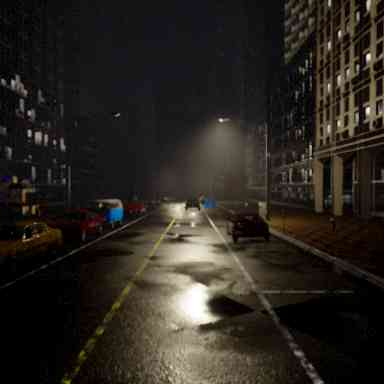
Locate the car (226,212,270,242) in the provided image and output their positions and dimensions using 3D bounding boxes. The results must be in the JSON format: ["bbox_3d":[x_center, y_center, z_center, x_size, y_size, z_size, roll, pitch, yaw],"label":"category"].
[{"bbox_3d":[2.676,1.625,16.418,1.802,1.307,4.206,-1,0,0],"label":"car"}]

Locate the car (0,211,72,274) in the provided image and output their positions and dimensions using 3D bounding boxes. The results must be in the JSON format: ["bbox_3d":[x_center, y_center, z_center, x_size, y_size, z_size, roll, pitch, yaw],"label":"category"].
[{"bbox_3d":[-5.704,1.553,10.622,1.752,1.417,4.829,-1,0,0],"label":"car"}]

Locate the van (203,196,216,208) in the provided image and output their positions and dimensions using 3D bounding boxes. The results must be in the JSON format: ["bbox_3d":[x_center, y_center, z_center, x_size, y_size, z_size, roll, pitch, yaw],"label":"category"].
[{"bbox_3d":[2.666,1.490,50.169,1.690,1.788,3.998,-1,0,0],"label":"van"}]

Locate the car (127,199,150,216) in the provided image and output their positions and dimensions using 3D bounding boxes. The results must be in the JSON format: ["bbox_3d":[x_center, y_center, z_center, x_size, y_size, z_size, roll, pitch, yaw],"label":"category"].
[{"bbox_3d":[-5.707,1.638,33.291,1.887,1.381,4.507,-1,0,0],"label":"car"}]

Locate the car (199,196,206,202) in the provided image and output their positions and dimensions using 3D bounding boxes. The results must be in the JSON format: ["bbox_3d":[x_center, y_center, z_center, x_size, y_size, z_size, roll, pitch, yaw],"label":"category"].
[{"bbox_3d":[2.665,1.801,84.089,1.752,1.417,4.829,-1,0,0],"label":"car"}]

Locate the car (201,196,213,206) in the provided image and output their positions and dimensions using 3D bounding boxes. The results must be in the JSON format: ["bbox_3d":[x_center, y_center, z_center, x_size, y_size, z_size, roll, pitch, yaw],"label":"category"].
[{"bbox_3d":[2.667,1.629,61.418,1.967,1.590,4.097,-1,0,0],"label":"car"}]

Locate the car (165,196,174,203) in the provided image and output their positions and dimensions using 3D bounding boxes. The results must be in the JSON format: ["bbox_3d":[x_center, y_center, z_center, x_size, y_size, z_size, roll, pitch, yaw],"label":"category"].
[{"bbox_3d":[-5.713,1.782,72.666,2.008,1.369,4.403,-1,0,0],"label":"car"}]

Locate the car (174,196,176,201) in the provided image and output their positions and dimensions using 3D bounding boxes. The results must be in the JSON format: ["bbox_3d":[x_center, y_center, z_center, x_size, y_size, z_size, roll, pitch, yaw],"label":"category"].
[{"bbox_3d":[-5.719,1.762,95.166,1.967,1.590,4.097,-1,0,0],"label":"car"}]

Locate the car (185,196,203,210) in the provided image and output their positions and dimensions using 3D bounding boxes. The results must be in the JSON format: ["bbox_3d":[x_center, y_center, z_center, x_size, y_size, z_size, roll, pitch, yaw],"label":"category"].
[{"bbox_3d":[0.092,1.608,44.995,1.882,1.535,5.008,0,0,0],"label":"car"}]

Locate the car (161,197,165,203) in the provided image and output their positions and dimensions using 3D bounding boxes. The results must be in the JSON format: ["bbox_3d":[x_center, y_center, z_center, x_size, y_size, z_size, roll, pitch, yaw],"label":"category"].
[{"bbox_3d":[-5.710,1.699,50.167,2.008,1.369,4.403,-1,0,0],"label":"car"}]

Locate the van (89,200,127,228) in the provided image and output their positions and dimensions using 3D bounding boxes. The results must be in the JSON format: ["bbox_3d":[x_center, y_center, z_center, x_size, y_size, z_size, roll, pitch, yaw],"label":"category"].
[{"bbox_3d":[-5.709,1.401,22.042,1.690,1.788,3.998,-1,0,0],"label":"van"}]

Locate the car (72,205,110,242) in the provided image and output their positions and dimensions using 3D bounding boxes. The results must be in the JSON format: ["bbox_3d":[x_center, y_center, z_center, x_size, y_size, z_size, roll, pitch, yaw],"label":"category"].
[{"bbox_3d":[-5.704,1.588,16.417,1.887,1.381,4.507,-1,0,0],"label":"car"}]

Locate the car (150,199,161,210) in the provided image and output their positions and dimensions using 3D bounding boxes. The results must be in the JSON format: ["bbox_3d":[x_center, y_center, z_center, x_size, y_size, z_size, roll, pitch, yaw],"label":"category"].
[{"bbox_3d":[-5.708,1.680,44.542,2.008,1.369,4.403,-1,0,0],"label":"car"}]

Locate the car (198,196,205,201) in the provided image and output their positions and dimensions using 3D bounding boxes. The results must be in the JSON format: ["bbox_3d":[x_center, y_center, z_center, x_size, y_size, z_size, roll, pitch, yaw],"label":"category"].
[{"bbox_3d":[2.664,1.888,95.167,1.947,1.339,4.313,-1,0,0],"label":"car"}]
